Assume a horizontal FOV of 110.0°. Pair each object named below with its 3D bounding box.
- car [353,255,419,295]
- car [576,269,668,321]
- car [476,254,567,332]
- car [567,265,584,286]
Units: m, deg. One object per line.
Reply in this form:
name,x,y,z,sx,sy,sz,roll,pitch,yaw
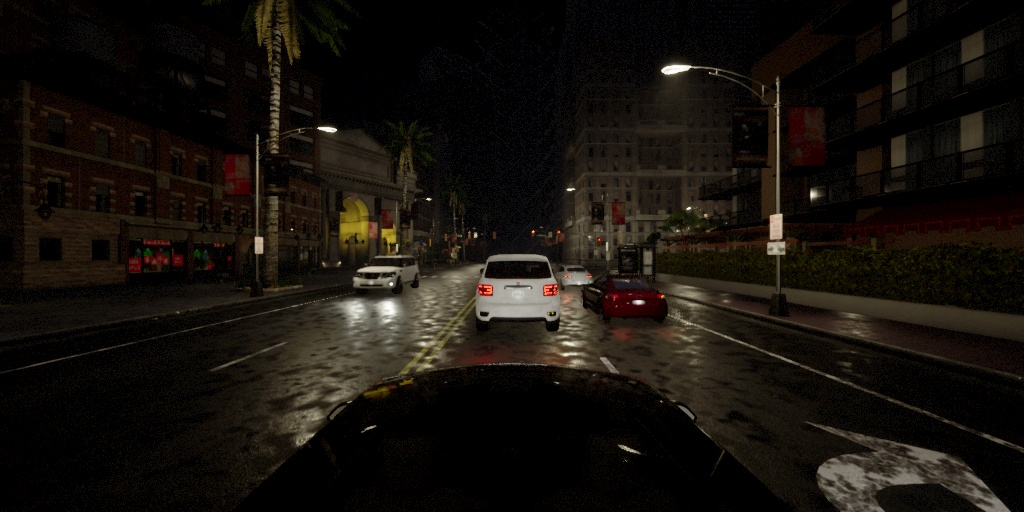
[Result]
car,-6.892,0.962,20.352,2.150,2.045,5.566,0,0,0
car,3.675,1.314,12.387,1.994,1.385,4.181,0,0,0
car,0.157,0.972,11.063,2.150,2.045,5.566,0,0,0
car,3.726,1.276,22.131,1.812,1.442,4.674,0,0,0
